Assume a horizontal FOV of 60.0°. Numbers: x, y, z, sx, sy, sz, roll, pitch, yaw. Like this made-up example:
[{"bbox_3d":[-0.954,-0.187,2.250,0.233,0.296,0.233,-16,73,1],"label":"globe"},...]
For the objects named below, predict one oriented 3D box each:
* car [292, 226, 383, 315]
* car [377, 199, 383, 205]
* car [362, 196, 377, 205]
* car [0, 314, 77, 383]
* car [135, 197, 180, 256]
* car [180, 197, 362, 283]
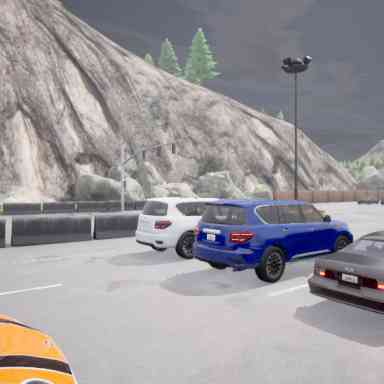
[{"bbox_3d":[4.783,1.547,7.236,5.357,1.411,2.033,0,0,-36],"label":"car"},{"bbox_3d":[31.942,1.385,53.139,4.181,1.385,1.994,0,0,-36],"label":"car"},{"bbox_3d":[29.524,1.387,55.701,4.181,1.385,1.994,0,0,-36],"label":"car"},{"bbox_3d":[-2.901,1.350,1.673,4.553,1.767,2.097,0,0,-36],"label":"car"},{"bbox_3d":[0.572,1.221,12.824,5.566,2.045,2.150,0,0,-36],"label":"car"},{"bbox_3d":[2.595,1.221,9.946,5.566,2.045,2.150,0,0,-38],"label":"car"}]
